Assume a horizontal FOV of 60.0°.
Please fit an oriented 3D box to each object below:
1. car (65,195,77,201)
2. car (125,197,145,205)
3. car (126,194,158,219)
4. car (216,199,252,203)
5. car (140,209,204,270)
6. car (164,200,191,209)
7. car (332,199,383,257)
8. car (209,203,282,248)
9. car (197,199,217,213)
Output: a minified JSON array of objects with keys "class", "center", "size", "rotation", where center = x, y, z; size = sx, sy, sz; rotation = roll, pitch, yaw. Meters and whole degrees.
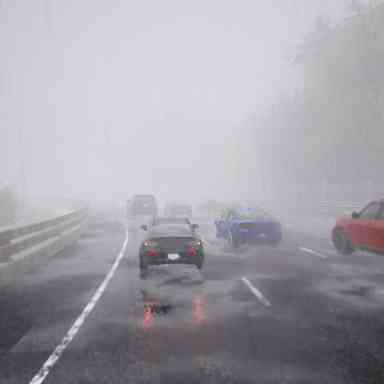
[{"class":"car","center":[-31.242,1.550,85.907],"size":[1.882,1.535,5.008],"rotation":[0,0,-38]},{"class":"car","center":[-10.085,1.572,58.579],"size":[1.994,1.385,4.181],"rotation":[0,0,-32]},{"class":"car","center":[-4.447,1.224,29.342],"size":[2.150,2.045,5.566],"rotation":[0,0,-16]},{"class":"car","center":[3.757,1.453,25.633],"size":[1.882,1.535,5.008],"rotation":[0,0,-13]},{"class":"car","center":[-0.723,1.523,11.019],"size":[1.812,1.442,4.674],"rotation":[0,0,-6]},{"class":"car","center":[-1.341,1.517,31.087],"size":[1.812,1.442,4.674],"rotation":[0,0,-16]},{"class":"car","center":[6.414,1.198,10.019],"size":[2.150,2.045,5.566],"rotation":[0,0,-4]},{"class":"car","center":[2.297,1.463,14.809],"size":[1.882,1.535,5.008],"rotation":[0,0,-8]},{"class":"car","center":[2.222,1.454,33.907],"size":[1.882,1.535,5.008],"rotation":[0,0,-26]}]
